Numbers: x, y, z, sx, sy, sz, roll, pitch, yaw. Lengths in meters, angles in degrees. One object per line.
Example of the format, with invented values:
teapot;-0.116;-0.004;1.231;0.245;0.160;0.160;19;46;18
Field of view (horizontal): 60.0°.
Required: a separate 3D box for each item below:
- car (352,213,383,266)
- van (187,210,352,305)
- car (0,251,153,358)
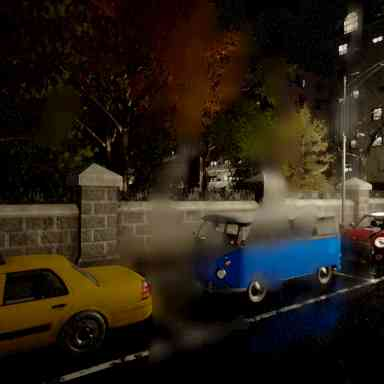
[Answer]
car;6.374;1.442;11.103;4.097;1.590;1.967;0;1;-36
van;1.806;1.343;7.840;3.998;1.788;1.690;0;1;-36
car;-2.901;1.525;4.481;4.829;1.417;1.752;0;1;-36
